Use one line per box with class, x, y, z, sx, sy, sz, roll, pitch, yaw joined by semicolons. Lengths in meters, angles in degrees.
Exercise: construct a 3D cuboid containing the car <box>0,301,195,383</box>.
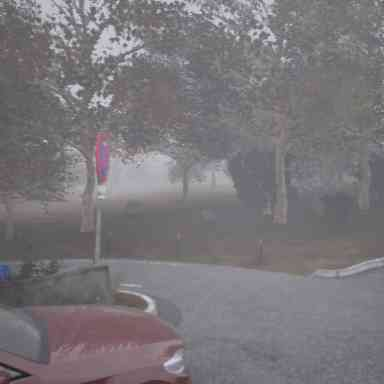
car;-2.185;1.522;2.496;4.674;1.452;2.002;0;0;-33
